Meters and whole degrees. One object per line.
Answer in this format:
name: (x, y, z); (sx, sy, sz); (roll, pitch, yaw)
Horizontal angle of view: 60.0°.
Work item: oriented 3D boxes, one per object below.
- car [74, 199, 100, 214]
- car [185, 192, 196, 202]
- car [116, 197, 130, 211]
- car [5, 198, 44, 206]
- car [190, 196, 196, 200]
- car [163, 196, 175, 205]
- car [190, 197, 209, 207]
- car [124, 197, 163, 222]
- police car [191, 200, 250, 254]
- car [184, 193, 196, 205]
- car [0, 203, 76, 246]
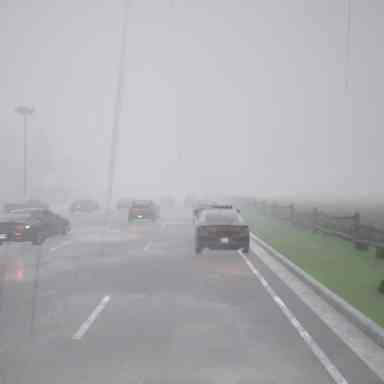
car: (-10.507, 1.341, 32.716); (1.994, 1.385, 4.181); (0, 0, 0)
car: (-0.263, 0.935, 61.300); (2.097, 1.767, 4.553); (0, 0, 0)
car: (-7.037, 1.296, 36.924); (2.033, 1.411, 5.357); (0, 0, 0)
car: (-13.985, 1.283, 28.500); (1.882, 1.535, 5.008); (0, 0, 0)
car: (0.960, 1.327, 29.202); (1.812, 1.442, 4.674); (0, 0, 0)
car: (-3.599, 1.225, 49.750); (1.994, 1.385, 4.181); (0, 0, 0)
car: (0.992, 1.347, 23.202); (1.837, 1.490, 4.892); (0, 0, 0)
car: (-3.460, 1.337, 24.474); (1.837, 1.490, 4.892); (0, 0, 0)
police car: (1.044, 1.334, 13.279); (1.930, 1.638, 5.238); (0, 0, 0)
car: (-0.175, 1.229, 49.245); (1.994, 1.385, 4.181); (0, 0, 1)
car: (-6.915, 1.426, 14.479); (1.812, 1.442, 4.674); (0, 1, 0)
